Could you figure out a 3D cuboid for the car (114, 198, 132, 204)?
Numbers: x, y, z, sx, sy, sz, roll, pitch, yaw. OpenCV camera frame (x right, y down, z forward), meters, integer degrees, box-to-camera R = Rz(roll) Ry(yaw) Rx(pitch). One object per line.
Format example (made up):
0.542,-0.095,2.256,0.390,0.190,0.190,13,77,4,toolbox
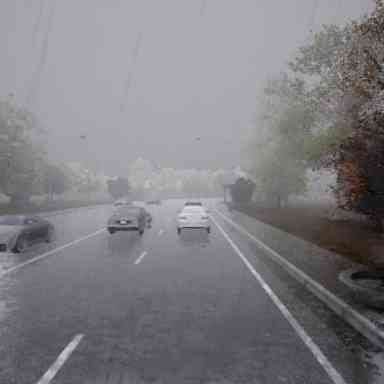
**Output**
-10.185,1.560,49.266,1.994,1.385,4.181,0,0,3,car

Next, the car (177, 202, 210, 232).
0.099,1.525,19.819,1.812,1.442,4.674,0,0,0,car

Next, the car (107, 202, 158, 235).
-3.400,1.546,18.971,2.033,1.411,5.357,0,0,0,car

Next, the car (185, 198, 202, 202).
0.170,1.476,37.627,1.882,1.535,5.008,0,0,1,car

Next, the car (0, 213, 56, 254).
-7.100,1.563,13.252,1.994,1.385,4.181,0,0,0,car

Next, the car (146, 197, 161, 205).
-6.343,1.543,55.653,2.033,1.411,5.357,0,0,4,car
